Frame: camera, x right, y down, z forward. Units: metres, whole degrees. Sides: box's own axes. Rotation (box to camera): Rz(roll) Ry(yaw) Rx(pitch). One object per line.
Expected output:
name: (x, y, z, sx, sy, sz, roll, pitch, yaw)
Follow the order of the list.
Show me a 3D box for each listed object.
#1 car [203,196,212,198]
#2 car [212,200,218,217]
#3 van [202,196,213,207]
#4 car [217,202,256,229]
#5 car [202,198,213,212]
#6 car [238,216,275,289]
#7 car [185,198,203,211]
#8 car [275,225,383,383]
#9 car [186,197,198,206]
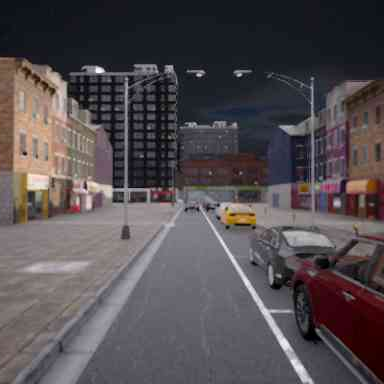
car: (2.639, 1.723, 47.478, 1.752, 1.417, 4.829, 0, 0, 0)
car: (3.022, 1.622, 29.229, 1.812, 1.442, 4.674, 0, 0, 0)
van: (2.639, 1.609, 58.258, 1.690, 1.788, 3.998, 0, 0, 0)
car: (3.013, 1.543, 22.229, 1.882, 1.535, 5.008, 0, 0, 0)
car: (2.639, 1.729, 41.834, 1.947, 1.339, 4.313, 0, 0, 0)
car: (2.644, 1.572, 8.995, 2.008, 1.369, 4.403, 1, 0, 0)
car: (0.039, 1.717, 42.939, 2.033, 1.411, 5.357, 0, 0, 1)
car: (2.647, 1.323, 3.522, 2.192, 1.841, 5.009, 1, 0, 0)
car: (-0.025, 1.775, 60.821, 2.128, 1.511, 4.902, 0, 0, -1)
